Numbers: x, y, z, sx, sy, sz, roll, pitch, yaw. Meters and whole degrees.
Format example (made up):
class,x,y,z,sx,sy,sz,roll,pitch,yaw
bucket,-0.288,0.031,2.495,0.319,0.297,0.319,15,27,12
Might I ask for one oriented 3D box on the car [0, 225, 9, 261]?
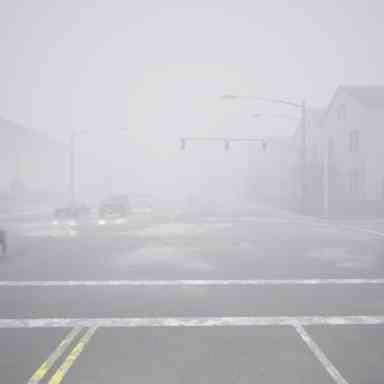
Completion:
class,x,y,z,sx,sy,sz,roll,pitch,yaw
car,-7.091,1.502,9.257,1.837,1.490,4.892,0,0,0

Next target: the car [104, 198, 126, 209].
class,x,y,z,sx,sy,sz,roll,pitch,yaw
car,-10.550,1.551,45.787,1.994,1.385,4.181,0,0,0

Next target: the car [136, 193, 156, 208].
class,x,y,z,sx,sy,sz,roll,pitch,yaw
car,-7.047,1.208,48.981,2.150,2.045,5.566,0,0,0

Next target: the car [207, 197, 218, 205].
class,x,y,z,sx,sy,sz,roll,pitch,yaw
car,3.558,1.583,58.695,1.895,1.301,4.718,0,0,0

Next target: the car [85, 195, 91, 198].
class,x,y,z,sx,sy,sz,roll,pitch,yaw
car,-28.095,1.430,84.419,2.038,1.542,4.974,0,0,-36

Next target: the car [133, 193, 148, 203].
class,x,y,z,sx,sy,sz,roll,pitch,yaw
car,-10.437,1.206,68.047,2.150,2.045,5.566,0,0,0

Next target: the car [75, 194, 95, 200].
class,x,y,z,sx,sy,sz,roll,pitch,yaw
car,-28.880,1.429,89.786,2.038,1.542,4.974,0,0,29

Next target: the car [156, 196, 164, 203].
class,x,y,z,sx,sy,sz,roll,pitch,yaw
car,-6.931,1.529,68.994,1.837,1.490,4.892,0,0,0

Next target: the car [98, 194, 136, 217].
class,x,y,z,sx,sy,sz,roll,pitch,yaw
car,-7.067,1.212,31.203,2.150,2.045,5.566,0,0,0

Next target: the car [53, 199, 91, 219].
class,x,y,z,sx,sy,sz,roll,pitch,yaw
car,-10.571,1.593,29.533,1.895,1.301,4.718,0,0,0

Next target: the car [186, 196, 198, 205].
class,x,y,z,sx,sy,sz,roll,pitch,yaw
car,0.059,1.476,58.668,2.128,1.511,4.902,0,0,0
